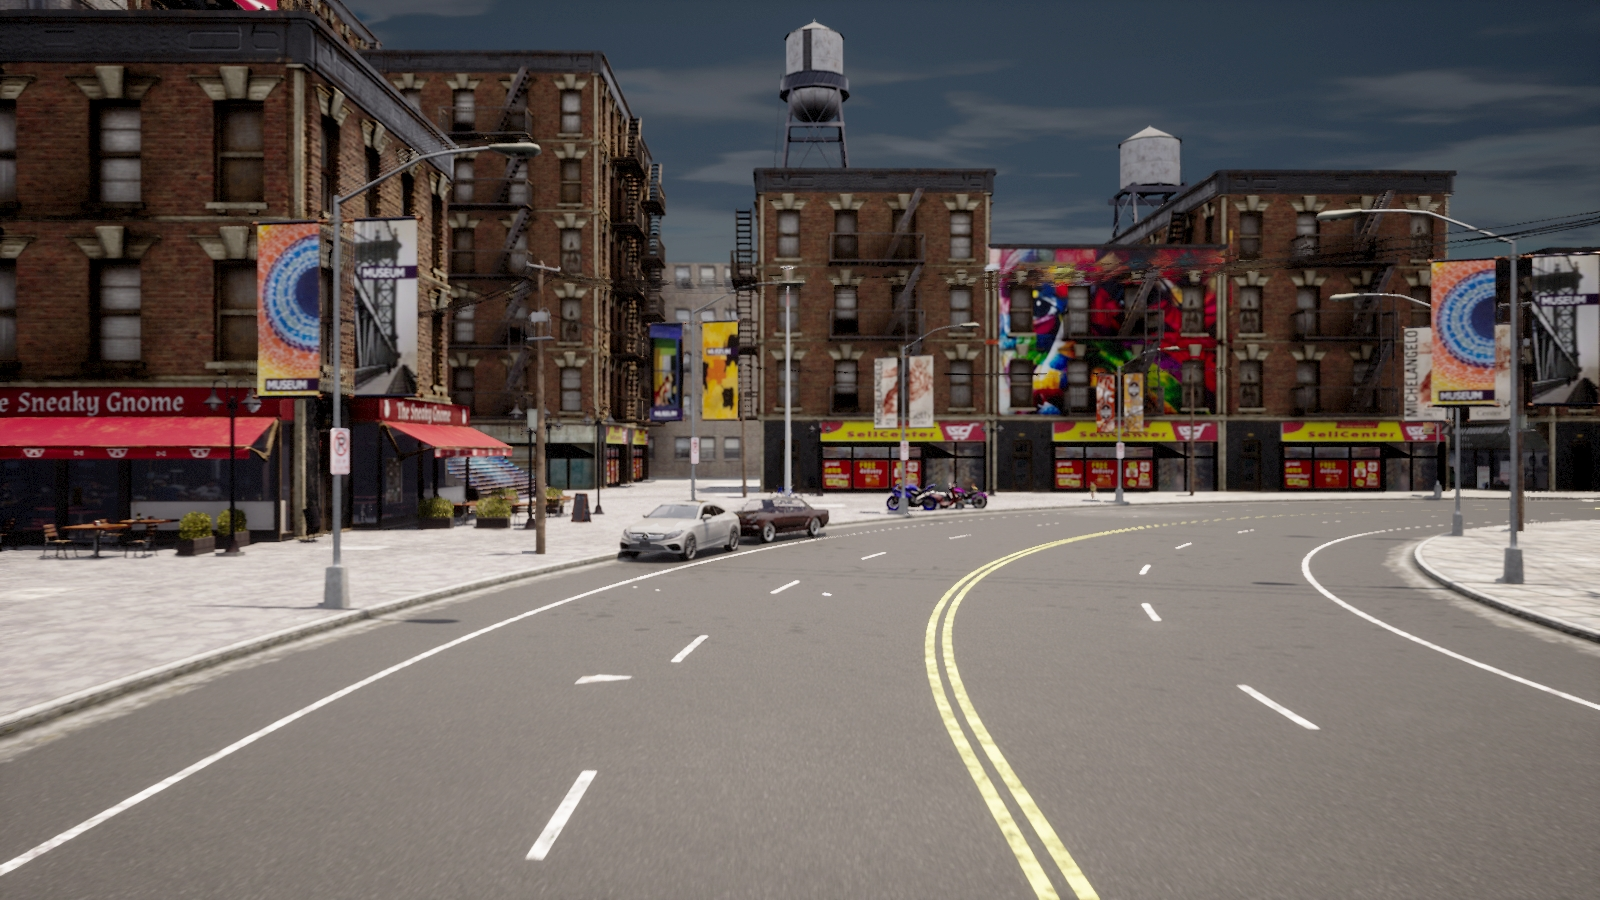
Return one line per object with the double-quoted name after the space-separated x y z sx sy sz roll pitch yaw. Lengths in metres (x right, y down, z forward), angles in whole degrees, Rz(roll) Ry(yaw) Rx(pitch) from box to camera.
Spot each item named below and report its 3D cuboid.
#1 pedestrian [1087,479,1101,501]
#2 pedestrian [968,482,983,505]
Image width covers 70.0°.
15.112 2.076 58.781 0.500 1.100 0.500 0 0 -34 "pedestrian"
8.343 2.076 54.421 0.500 1.100 0.500 0 0 -35 "pedestrian"
